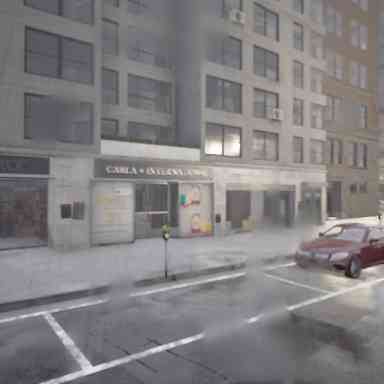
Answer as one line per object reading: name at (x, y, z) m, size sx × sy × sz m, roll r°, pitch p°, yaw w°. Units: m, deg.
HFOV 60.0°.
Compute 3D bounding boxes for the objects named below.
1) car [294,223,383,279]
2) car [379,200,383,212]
car at (4.899, 1.610, 10.053) m, size 4.206 × 1.307 × 1.802 m, roll 0°, pitch 0°, yaw -36°
car at (20.388, 1.645, 36.049) m, size 1.812 × 1.442 × 4.674 m, roll 0°, pitch 0°, yaw -37°
